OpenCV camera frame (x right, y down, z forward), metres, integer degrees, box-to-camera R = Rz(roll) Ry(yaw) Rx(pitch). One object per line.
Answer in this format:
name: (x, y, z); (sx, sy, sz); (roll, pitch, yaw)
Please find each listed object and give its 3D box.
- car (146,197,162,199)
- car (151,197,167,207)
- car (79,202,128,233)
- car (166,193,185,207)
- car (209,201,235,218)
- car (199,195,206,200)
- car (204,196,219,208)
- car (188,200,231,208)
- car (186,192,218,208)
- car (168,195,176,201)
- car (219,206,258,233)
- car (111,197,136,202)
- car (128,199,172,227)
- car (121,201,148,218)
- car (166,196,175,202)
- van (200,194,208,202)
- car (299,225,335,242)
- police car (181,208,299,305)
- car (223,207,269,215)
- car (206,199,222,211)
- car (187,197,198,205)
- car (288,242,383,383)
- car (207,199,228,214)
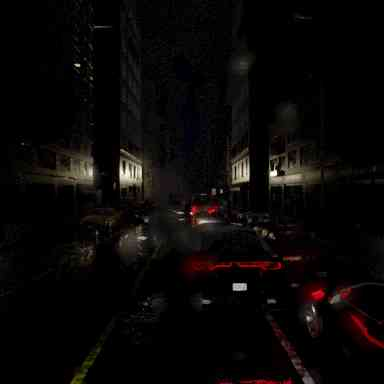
car: (-5.280, 1.450, 42.155); (1.967, 1.590, 4.097); (0, 0, 0)
car: (-5.251, 1.564, 53.191); (2.008, 1.369, 4.403); (0, 0, 0)
car: (-5.333, 1.529, 19.912); (1.752, 1.417, 4.829); (0, 0, 0)
car: (-2.620, 1.236, 50.773); (2.150, 2.045, 5.566); (0, 0, 0)
car: (2.717, 1.558, 31.104); (2.008, 1.369, 4.403); (0, 0, 0)
car: (2.874, 1.603, 91.622); (1.802, 1.307, 4.206); (0, 0, 0)
car: (2.760, 1.452, 47.660); (1.967, 1.590, 4.097); (0, 0, 0)
car: (0.855, 1.460, 18.405); (1.801, 1.575, 5.366); (0, 0, 0)
car: (0.887, 1.230, 24.242); (2.150, 2.045, 5.566); (0, 0, 0)
car: (-5.166, 1.565, 85.954); (1.887, 1.381, 4.507); (0, 0, 0)
car: (2.688, 1.586, 20.066); (1.802, 1.307, 4.206); (0, 0, 0)
car: (-5.323, 1.321, 25.599); (2.192, 1.841, 5.009); (0, 0, 0)
car: (-2.790, 1.496, 22.934); (2.128, 1.511, 4.902); (0, 0, 0)
car: (-5.308, 1.589, 31.117); (1.802, 1.307, 4.206); (0, 0, 0)
car: (-5.181, 1.569, 80.272); (2.008, 1.369, 4.403); (0, 0, 0)
van: (2.844, 1.360, 80.260); (1.690, 1.788, 3.998); (0, 0, 0)
car: (2.660, 1.546, 9.027); (1.887, 1.381, 4.507); (0, 0, 0)
police car: (0.747, 1.426, 8.298); (1.930, 1.638, 5.238); (0, 0, -2)
car: (2.674, 1.553, 14.546); (2.008, 1.369, 4.403); (0, 0, 0)
car: (2.745, 1.592, 42.141); (1.802, 1.307, 4.206); (0, 0, 0)
car: (0.152, 1.615, 58.945); (1.895, 1.301, 4.718); (0, 0, 0)
car: (2.645, 1.566, 3.509); (1.947, 1.339, 4.313); (0, 0, 0)
car: (2.731, 1.559, 36.622); (2.008, 1.369, 4.403); (0, 0, 0)
